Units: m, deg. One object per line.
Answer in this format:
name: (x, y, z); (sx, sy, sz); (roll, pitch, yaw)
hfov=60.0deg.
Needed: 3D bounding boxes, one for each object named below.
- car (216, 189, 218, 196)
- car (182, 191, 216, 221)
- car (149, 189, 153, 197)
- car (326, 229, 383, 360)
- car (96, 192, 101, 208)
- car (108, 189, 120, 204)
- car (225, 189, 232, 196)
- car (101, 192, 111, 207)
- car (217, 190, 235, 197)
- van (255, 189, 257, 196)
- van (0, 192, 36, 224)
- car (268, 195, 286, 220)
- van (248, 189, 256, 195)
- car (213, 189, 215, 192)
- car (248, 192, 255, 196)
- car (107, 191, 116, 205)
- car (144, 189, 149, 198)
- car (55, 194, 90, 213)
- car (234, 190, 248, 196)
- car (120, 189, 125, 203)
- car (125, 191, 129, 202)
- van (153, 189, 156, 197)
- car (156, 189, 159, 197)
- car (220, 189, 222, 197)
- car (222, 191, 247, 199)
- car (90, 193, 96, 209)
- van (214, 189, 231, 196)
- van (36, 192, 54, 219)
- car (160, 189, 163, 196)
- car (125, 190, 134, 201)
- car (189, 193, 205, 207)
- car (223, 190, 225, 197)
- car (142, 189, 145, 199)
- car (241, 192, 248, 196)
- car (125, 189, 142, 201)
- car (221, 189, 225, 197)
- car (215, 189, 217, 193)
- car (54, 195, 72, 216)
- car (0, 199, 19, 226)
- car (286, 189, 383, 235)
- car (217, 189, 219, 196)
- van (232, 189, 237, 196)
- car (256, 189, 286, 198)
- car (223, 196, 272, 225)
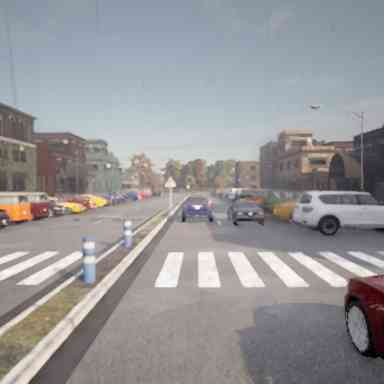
car: (8.483, 0.489, 74.215); (4.892, 1.521, 2.231); (0, 1, 1)
car: (0.367, 1.036, 23.933); (2.097, 1.767, 4.553); (0, 1, 1)
car: (-11.708, 0.667, 73.184); (4.674, 1.452, 2.002); (0, 0, 1)
car: (3.127, 1.411, 2.845); (1.882, 1.535, 5.008); (0, 0, 1)
car: (-12.221, 0.947, 34.407); (4.553, 1.767, 2.185); (0, 1, 1)
car: (-12.056, 0.832, 42.741); (4.553, 1.767, 2.185); (0, 1, 1)
car: (8.229, 0.503, 49.402); (5.566, 2.045, 2.435); (0, 1, 1)
car: (-12.150, 1.034, 37.189); (5.008, 1.535, 2.097); (0, 1, 1)
car: (8.647, 0.271, 85.242); (4.553, 1.767, 2.185); (0, 0, 1)
van: (7.830, 0.837, 27.348); (4.442, 1.987, 1.878); (0, 1, 1)
van: (-12.479, 1.043, 20.513); (4.442, 1.987, 1.878); (0, 1, 1)
car: (7.878, 1.143, 21.710); (5.008, 1.535, 2.097); (0, 1, 1)
van: (8.127, 0.754, 32.860); (4.442, 1.987, 1.878); (0, 1, 1)
car: (8.686, 0.358, 90.756); (5.008, 1.535, 2.097); (0, 0, 1)
car: (7.985, 1.021, 30.107); (5.008, 1.535, 2.097); (0, 1, 1)
car: (-12.126, 0.997, 39.966); (4.892, 1.521, 2.231); (0, 1, 1)
car: (-11.786, 0.451, 64.968); (5.566, 2.045, 2.435); (0, 1, 1)
car: (-12.072, 1.147, 28.849); (5.366, 1.575, 1.946); (0, 1, 1)
car: (7.890, 0.900, 38.380); (5.366, 1.575, 1.946); (0, 1, 1)
car: (-12.022, 0.797, 45.521); (4.553, 1.767, 2.185); (0, 1, 1)
car: (-12.015, 0.928, 48.302); (4.674, 1.452, 2.002); (0, 1, 1)
van: (-11.525, 0.353, 78.862); (4.442, 1.987, 1.878); (0, 0, 1)
car: (-11.636, 0.308, 81.643); (5.566, 2.045, 2.435); (0, 0, 1)
car: (8.547, 0.591, 63.186); (5.366, 1.575, 1.946); (0, 1, 1)
car: (8.391, 0.607, 65.946); (4.674, 1.452, 2.002); (0, 1, 1)
car: (-12.218, 1.112, 31.630); (5.008, 1.535, 2.097); (0, 1, 1)
van: (8.594, 0.115, 93.514); (4.442, 1.987, 1.878); (0, 0, 1)
van: (-12.444, 1.005, 23.291); (4.442, 1.987, 1.878); (0, 1, 1)
car: (-11.478, 0.252, 89.854); (5.566, 2.045, 2.435); (0, 0, 1)
car: (-11.977, 0.855, 51.080); (4.892, 1.521, 2.231); (0, 1, 1)
car: (0.571, 0.909, 41.502); (1.882, 1.535, 5.008); (0, 1, 1)
car: (8.327, 0.685, 57.675); (4.792, 1.488, 2.163); (0, 1, 1)
car: (-11.695, 0.756, 59.413); (5.366, 1.575, 1.946); (0, 1, 1)
car: (8.041, 0.981, 35.622); (4.674, 1.452, 2.002); (0, 1, 1)
car: (-11.888, 0.538, 56.635); (5.566, 2.045, 2.435); (0, 1, 1)
car: (8.323, 0.626, 60.433); (4.892, 1.521, 2.231); (0, 1, 1)
car: (8.515, 0.464, 76.972); (4.892, 1.521, 2.231); (0, 0, 1)
car: (-12.294, 1.231, 26.073); (4.674, 1.452, 2.002); (0, 1, 1)
car: (-12.388, 1.308, 17.735); (4.892, 1.521, 2.231); (0, 1, 1)
car: (7.848, 0.969, 16.315); (5.566, 2.045, 2.435); (0, 1, 1)
car: (8.451, 0.514, 71.460); (4.892, 1.521, 2.231); (0, 1, 1)
van: (8.285, 0.564, 46.644); (4.442, 1.987, 1.878); (0, 1, 1)
car: (7.943, 0.851, 24.589); (5.566, 2.045, 2.435); (0, 1, 1)
car: (3.344, 1.249, 21.265); (2.033, 1.411, 5.357); (0, 1, 1)
